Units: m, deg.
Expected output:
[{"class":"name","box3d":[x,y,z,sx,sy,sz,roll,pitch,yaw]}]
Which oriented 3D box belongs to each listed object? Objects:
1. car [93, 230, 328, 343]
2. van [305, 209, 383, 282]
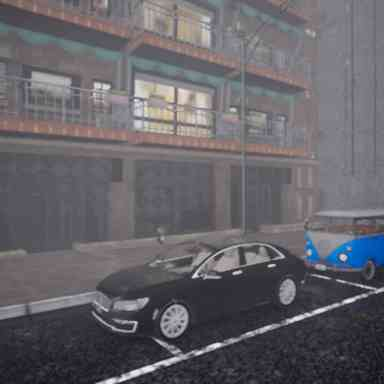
[{"class":"car","box3d":[0.362,1.571,6.362,4.403,1.369,2.008,0,-1,-35]},{"class":"van","box3d":[4.970,1.391,9.636,3.998,1.788,1.690,0,-1,-35]}]
